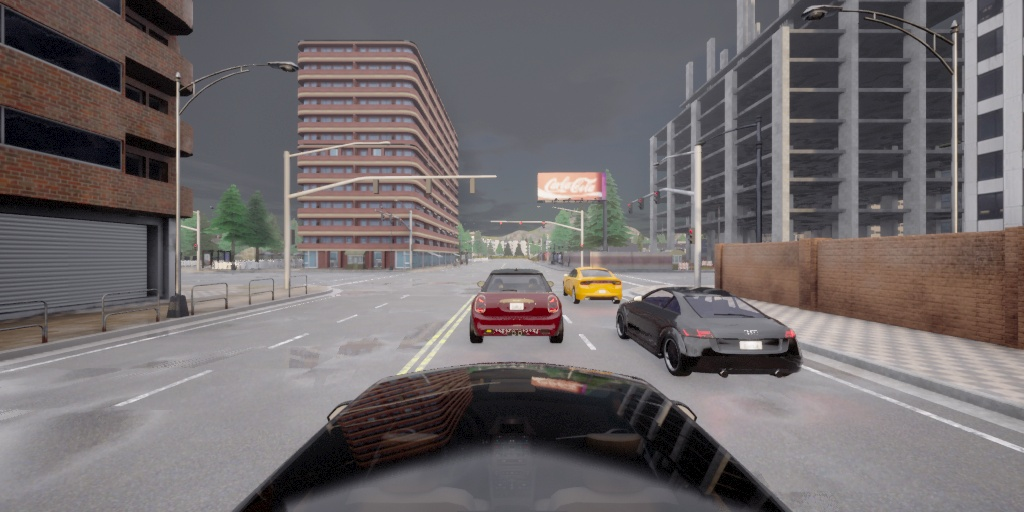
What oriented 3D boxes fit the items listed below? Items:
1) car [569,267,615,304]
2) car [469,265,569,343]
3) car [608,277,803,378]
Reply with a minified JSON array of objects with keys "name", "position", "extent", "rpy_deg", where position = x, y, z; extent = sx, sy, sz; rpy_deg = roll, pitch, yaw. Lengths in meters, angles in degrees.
[{"name":"car","position":[3.498,1.228,16.343],"extent":[1.882,1.535,5.008],"rpy_deg":[0,0,0]},{"name":"car","position":[0.100,1.102,9.814],"extent":[2.097,1.767,4.553],"rpy_deg":[0,0,0]},{"name":"car","position":[3.598,1.314,7.410],"extent":[1.994,1.385,4.181],"rpy_deg":[0,0,0]}]
